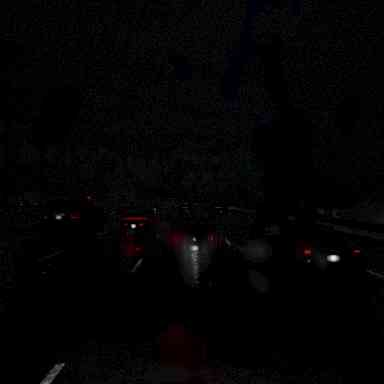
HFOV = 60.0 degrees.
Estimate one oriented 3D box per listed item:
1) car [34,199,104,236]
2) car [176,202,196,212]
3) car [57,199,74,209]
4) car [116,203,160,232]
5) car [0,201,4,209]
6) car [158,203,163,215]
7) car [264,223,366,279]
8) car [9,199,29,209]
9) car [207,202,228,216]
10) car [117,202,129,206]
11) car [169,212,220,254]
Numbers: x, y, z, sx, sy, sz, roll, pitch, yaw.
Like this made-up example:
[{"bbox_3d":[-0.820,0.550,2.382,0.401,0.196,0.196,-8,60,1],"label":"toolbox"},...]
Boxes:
[{"bbox_3d":[-6.911,1.425,19.890,2.150,2.045,5.566,0,0,0],"label":"car"},{"bbox_3d":[-0.696,1.876,37.626,2.128,1.511,4.902,0,-1,-6],"label":"car"},{"bbox_3d":[-22.168,2.094,58.422,2.128,1.511,4.902,0,-1,-14],"label":"car"},{"bbox_3d":[-3.425,1.728,21.732,1.837,1.490,4.892,0,0,-1],"label":"car"},{"bbox_3d":[-32.160,2.117,55.043,1.994,1.385,4.181,0,-1,-13],"label":"car"},{"bbox_3d":[-4.443,1.970,39.887,1.994,1.385,4.181,0,-1,-6],"label":"car"},{"bbox_3d":[3.594,1.672,10.456,1.994,1.385,4.181,0,-1,0],"label":"car"},{"bbox_3d":[-28.548,1.909,54.970,2.097,1.767,4.553,0,-1,-13],"label":"car"},{"bbox_3d":[2.809,1.876,37.639,2.128,1.511,4.902,0,-1,-5],"label":"car"},{"bbox_3d":[-7.897,1.925,39.304,1.812,1.442,4.674,0,0,-6],"label":"car"},{"bbox_3d":[0.095,1.747,14.214,1.895,1.301,4.718,0,-1,0],"label":"car"}]
